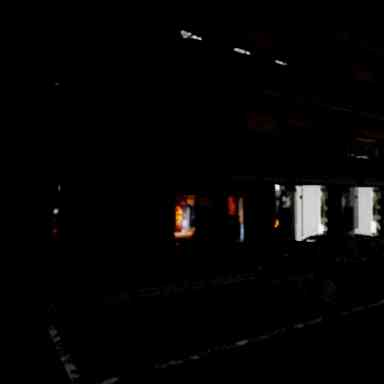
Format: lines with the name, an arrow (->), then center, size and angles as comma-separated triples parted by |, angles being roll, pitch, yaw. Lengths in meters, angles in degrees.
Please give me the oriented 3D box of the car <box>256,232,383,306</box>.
car -> 3.554, 1.725, 8.295 | 4.403, 1.369, 2.008 | 1, -1, -31
